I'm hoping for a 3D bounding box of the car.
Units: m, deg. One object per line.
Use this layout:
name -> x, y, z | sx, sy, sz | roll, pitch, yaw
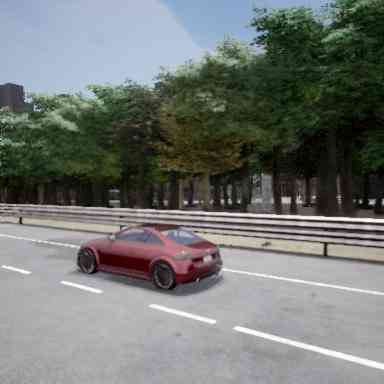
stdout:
car -> -1.262, 1.572, 9.103 | 4.181, 1.385, 1.994 | 0, 0, 35
